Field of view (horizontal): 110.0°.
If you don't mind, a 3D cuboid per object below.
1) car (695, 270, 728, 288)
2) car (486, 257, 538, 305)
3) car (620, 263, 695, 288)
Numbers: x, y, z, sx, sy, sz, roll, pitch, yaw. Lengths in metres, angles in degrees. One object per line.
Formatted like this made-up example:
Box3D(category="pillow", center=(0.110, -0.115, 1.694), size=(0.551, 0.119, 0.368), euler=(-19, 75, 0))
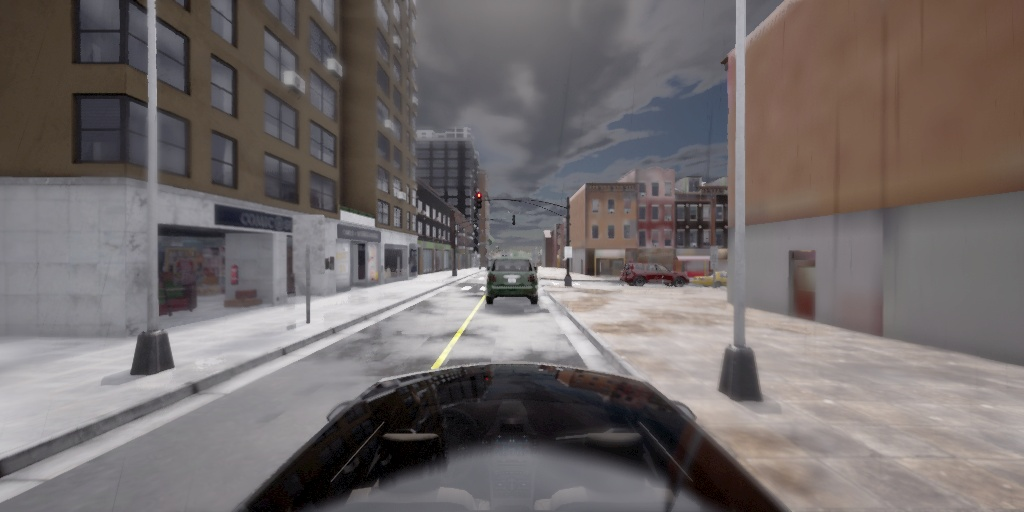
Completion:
Box3D(category="car", center=(16.513, 1.771, 27.438), size=(4.829, 1.417, 1.751), euler=(0, 0, 0))
Box3D(category="car", center=(0.000, 1.058, 16.535), size=(2.150, 2.045, 5.566), euler=(0, 0, 0))
Box3D(category="car", center=(10.798, 1.458, 27.449), size=(5.009, 1.841, 2.192), euler=(0, 0, 0))
